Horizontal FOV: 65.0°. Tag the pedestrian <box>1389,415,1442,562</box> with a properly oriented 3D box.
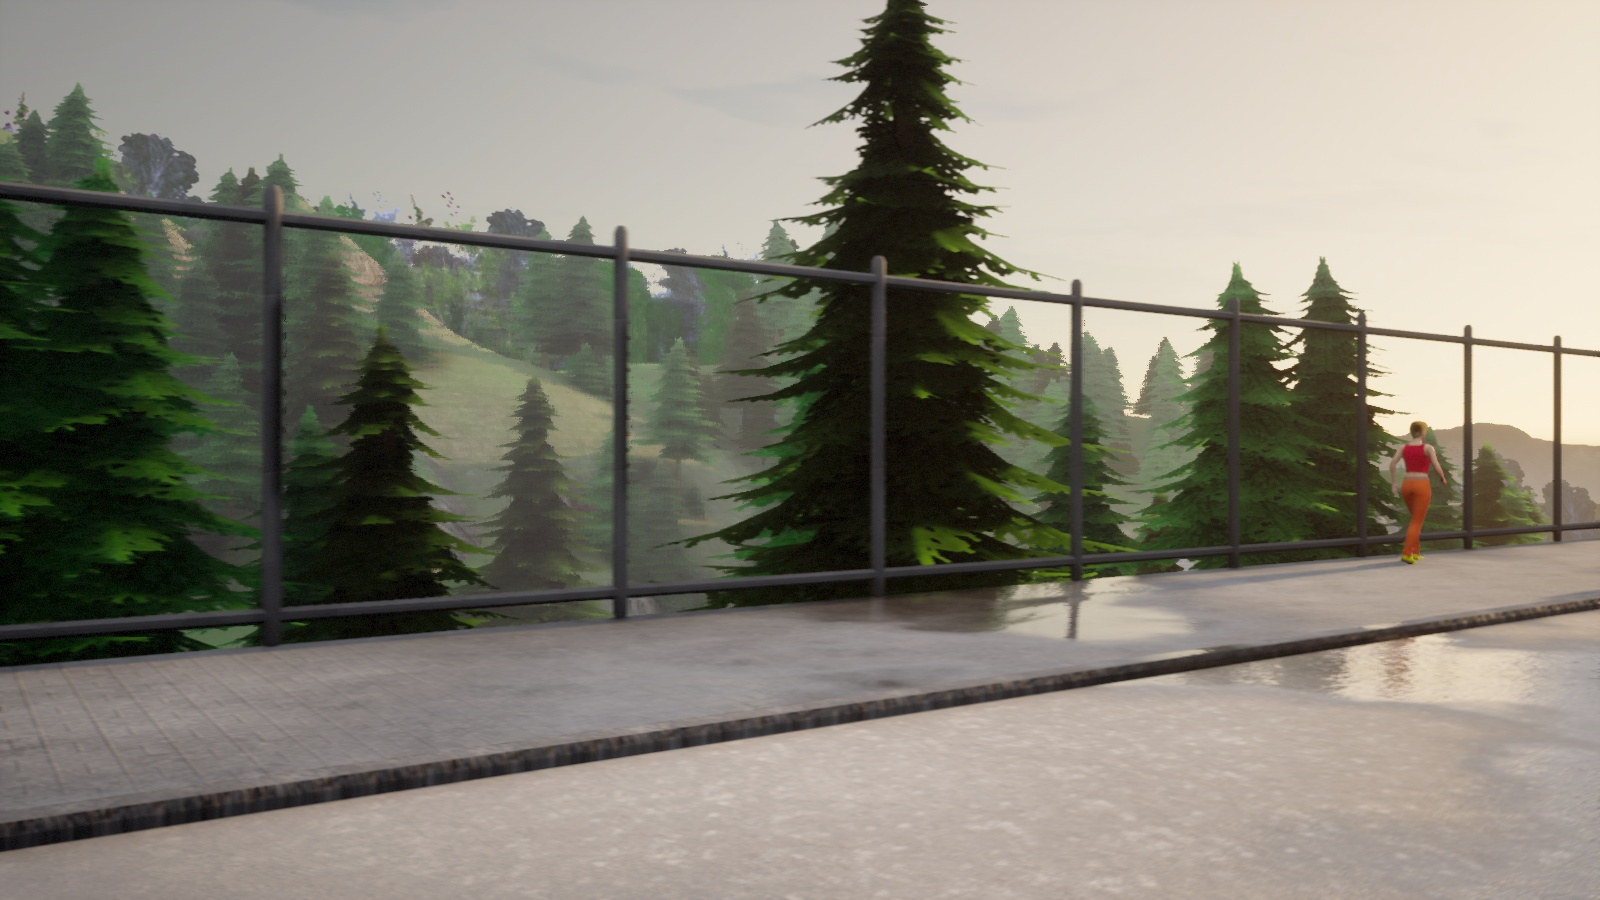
[{"bbox_3d":[7.819,0.477,15.952,0.594,1.836,0.345,0,0,-32],"label":"pedestrian"}]
